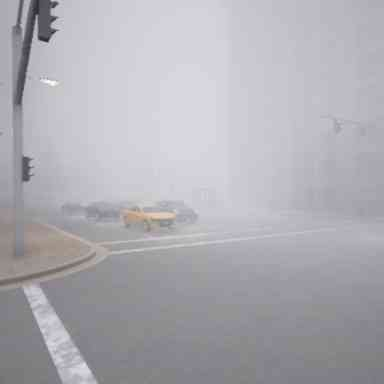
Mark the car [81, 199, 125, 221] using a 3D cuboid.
[{"bbox_3d":[-7.835,1.590,28.988,1.882,1.535,5.008,0,0,-33],"label":"car"}]

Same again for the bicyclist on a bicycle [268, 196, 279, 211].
[{"bbox_3d":[8.859,1.310,36.251,1.656,1.620,0.582,-1,0,-33],"label":"bicyclist on a bicycle"}]

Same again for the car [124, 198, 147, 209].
[{"bbox_3d":[-8.693,1.650,50.691,2.128,1.511,4.902,0,0,-28],"label":"car"}]

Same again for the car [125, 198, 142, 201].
[{"bbox_3d":[-6.406,1.588,33.232,1.882,1.535,5.008,0,0,-33],"label":"car"}]

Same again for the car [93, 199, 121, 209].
[{"bbox_3d":[-12.655,1.730,49.276,2.033,1.411,5.357,0,0,-36],"label":"car"}]

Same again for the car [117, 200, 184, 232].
[{"bbox_3d":[-2.789,1.540,21.126,1.882,1.535,5.008,0,0,-33],"label":"car"}]

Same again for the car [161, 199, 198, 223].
[{"bbox_3d":[-1.430,1.413,25.484,2.097,1.767,4.553,0,0,-33],"label":"car"}]

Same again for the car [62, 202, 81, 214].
[{"bbox_3d":[-13.262,1.767,37.472,1.895,1.301,4.718,0,0,-32],"label":"car"}]
